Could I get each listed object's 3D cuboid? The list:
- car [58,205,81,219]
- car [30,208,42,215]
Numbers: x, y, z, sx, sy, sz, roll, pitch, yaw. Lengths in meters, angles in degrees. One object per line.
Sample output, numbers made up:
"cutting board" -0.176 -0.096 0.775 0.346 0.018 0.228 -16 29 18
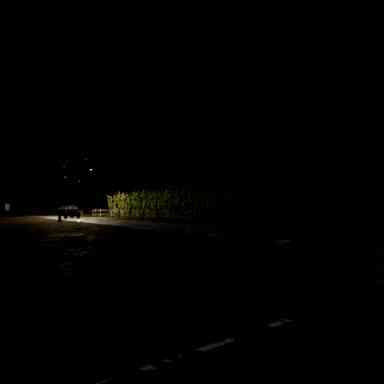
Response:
"car" -18.574 2.990 50.075 2.150 2.045 5.566 1 -3 -35
"car" -39.414 4.802 84.013 2.097 1.767 4.553 1 -4 -35
